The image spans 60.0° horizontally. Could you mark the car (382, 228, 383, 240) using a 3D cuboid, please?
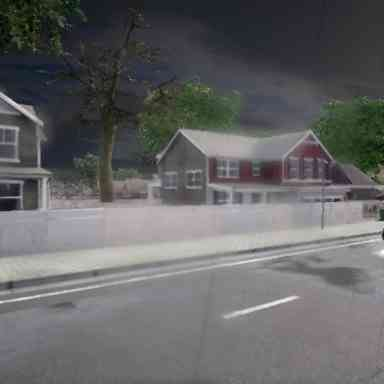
[{"bbox_3d":[10.572,1.573,15.226,4.674,1.442,1.812,0,0,-36],"label":"car"}]
